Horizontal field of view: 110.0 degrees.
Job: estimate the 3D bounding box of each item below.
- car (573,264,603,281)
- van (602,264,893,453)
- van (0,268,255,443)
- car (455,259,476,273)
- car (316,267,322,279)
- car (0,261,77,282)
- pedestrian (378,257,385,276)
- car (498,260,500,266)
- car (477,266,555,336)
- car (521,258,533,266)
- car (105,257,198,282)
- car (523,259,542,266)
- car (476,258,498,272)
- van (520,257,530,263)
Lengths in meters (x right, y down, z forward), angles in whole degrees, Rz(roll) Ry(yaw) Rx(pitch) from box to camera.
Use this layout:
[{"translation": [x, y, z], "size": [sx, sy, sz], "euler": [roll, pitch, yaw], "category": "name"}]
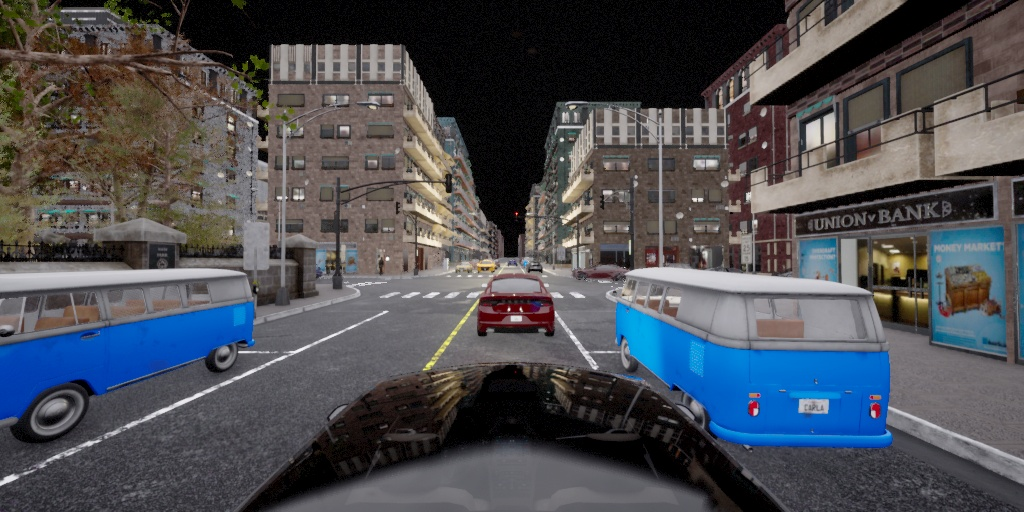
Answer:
[{"translation": [7.301, 1.349, 29.194], "size": [4.674, 1.442, 1.812], "euler": [1, -1, 10], "category": "car"}, {"translation": [2.658, 1.092, 5.020], "size": [1.690, 1.789, 3.998], "euler": [0, 0, 0], "category": "van"}, {"translation": [-5.656, 1.092, 5.022], "size": [1.690, 1.789, 3.998], "euler": [0, 0, 0], "category": "van"}, {"translation": [-5.690, 1.291, 42.796], "size": [1.751, 1.417, 4.829], "euler": [0, 0, 0], "category": "car"}, {"translation": [-16.605, 1.139, 25.715], "size": [4.902, 1.511, 2.128], "euler": [0, -1, 1], "category": "car"}, {"translation": [-35.359, 1.094, 25.945], "size": [5.357, 1.411, 2.033], "euler": [0, -1, 1], "category": "car"}, {"translation": [-12.540, 0.969, 34.408], "size": [0.375, 1.860, 0.375], "euler": [0, -1, 1], "category": "pedestrian"}, {"translation": [-3.097, 1.318, 53.619], "size": [2.033, 1.411, 5.357], "euler": [0, 0, 0], "category": "car"}, {"translation": [0.098, 1.230, 10.381], "size": [1.882, 1.535, 5.008], "euler": [0, 0, 0], "category": "car"}, {"translation": [2.690, 1.318, 48.609], "size": [2.007, 1.370, 4.403], "euler": [0, 0, 0], "category": "car"}, {"translation": [-25.831, 0.950, 25.827], "size": [4.553, 1.767, 2.097], "euler": [0, -1, 1], "category": "car"}, {"translation": [2.691, 1.331, 42.967], "size": [1.948, 1.339, 4.313], "euler": [0, 0, 0], "category": "car"}, {"translation": [-3.102, 1.243, 43.658], "size": [1.882, 1.535, 5.008], "euler": [0, 0, 0], "category": "car"}, {"translation": [2.690, 1.114, 59.894], "size": [1.690, 1.789, 3.998], "euler": [0, 0, 0], "category": "van"}]
